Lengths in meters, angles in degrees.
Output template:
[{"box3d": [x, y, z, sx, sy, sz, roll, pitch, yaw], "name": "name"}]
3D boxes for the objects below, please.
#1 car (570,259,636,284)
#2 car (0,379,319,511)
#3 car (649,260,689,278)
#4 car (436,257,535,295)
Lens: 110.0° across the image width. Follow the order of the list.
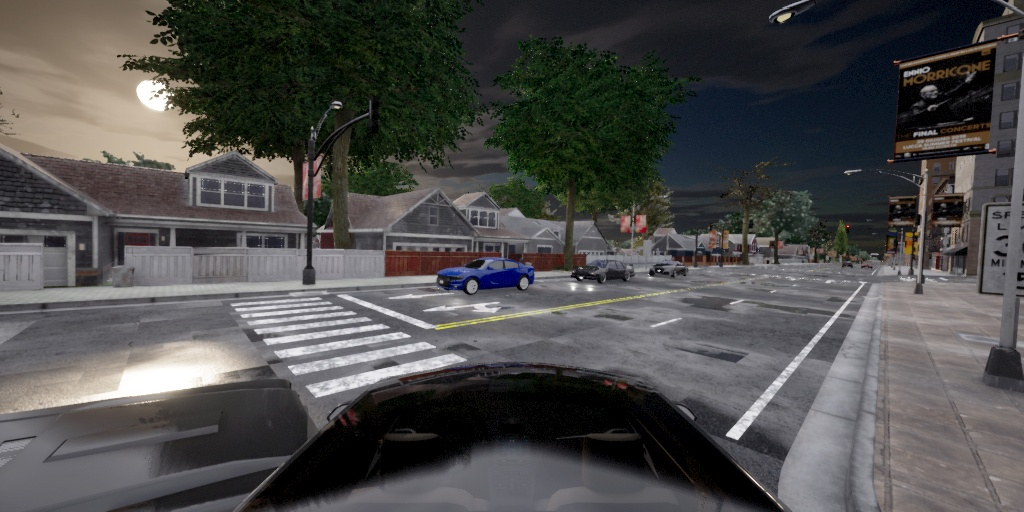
[{"box3d": [6.085, 0.943, 23.393, 5.357, 1.411, 2.033, 0, 2, -44], "name": "car"}, {"box3d": [-3.312, 1.286, 1.302, 4.718, 1.301, 1.895, 1, 2, -34], "name": "car"}, {"box3d": [13.294, 1.025, 30.303, 4.181, 1.385, 1.994, 1, 2, -44], "name": "car"}, {"box3d": [-1.092, 0.811, 16.485, 5.008, 1.535, 1.882, 0, 2, -44], "name": "car"}]
